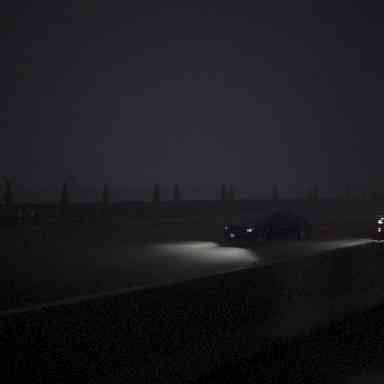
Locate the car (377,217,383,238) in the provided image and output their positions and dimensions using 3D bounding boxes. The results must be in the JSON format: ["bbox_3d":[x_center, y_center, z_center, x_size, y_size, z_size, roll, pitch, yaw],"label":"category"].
[{"bbox_3d":[10.917,1.341,16.081,4.553,1.767,2.097,0,0,-35],"label":"car"}]

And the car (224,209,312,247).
[{"bbox_3d":[3.565,1.519,15.135,4.674,1.442,1.812,0,0,-35],"label":"car"}]
